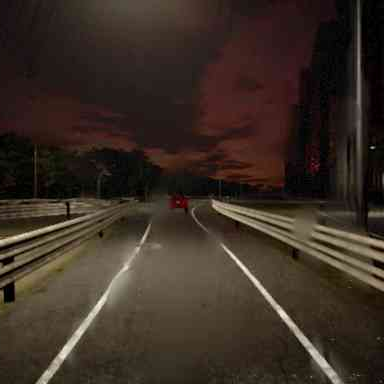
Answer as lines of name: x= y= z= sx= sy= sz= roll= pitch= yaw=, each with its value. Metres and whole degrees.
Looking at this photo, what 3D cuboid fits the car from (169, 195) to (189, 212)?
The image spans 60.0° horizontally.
car: x=-1.570 y=1.348 z=40.950 sx=2.150 sy=2.045 sz=5.566 roll=0 pitch=0 yaw=1
